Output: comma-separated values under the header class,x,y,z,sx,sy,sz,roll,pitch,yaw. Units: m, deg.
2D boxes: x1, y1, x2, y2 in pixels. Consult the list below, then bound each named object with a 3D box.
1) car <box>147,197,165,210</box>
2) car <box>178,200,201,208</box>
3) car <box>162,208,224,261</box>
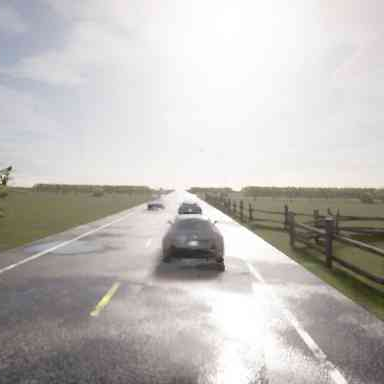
class,x,y,z,sx,sy,sz,roll,pitch,yaw
car,-4.094,1.279,38.601,2.033,1.411,5.357,0,0,-1
car,-0.183,1.377,27.773,1.994,1.385,4.181,0,0,-1
car,0.027,1.487,11.905,1.994,1.385,4.181,0,0,0
